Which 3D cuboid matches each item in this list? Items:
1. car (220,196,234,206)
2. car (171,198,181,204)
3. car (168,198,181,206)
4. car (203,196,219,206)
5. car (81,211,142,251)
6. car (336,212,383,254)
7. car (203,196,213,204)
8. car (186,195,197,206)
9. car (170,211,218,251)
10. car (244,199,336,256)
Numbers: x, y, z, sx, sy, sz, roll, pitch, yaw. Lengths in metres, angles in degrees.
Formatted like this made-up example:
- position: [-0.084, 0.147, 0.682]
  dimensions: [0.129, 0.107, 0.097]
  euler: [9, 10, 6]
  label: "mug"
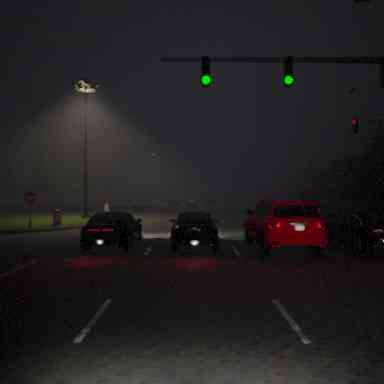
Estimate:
- position: [6.989, 1.936, 63.775]
  dimensions: [1.837, 1.490, 4.892]
  euler: [0, 0, 0]
  label: "car"
- position: [-3.513, 1.929, 74.224]
  dimensions: [1.895, 1.301, 4.718]
  euler: [0, 0, 0]
  label: "car"
- position: [-3.511, 1.960, 64.190]
  dimensions: [1.812, 1.442, 4.674]
  euler: [0, 0, 0]
  label: "car"
- position: [3.489, 1.786, 64.162]
  dimensions: [2.097, 1.767, 4.553]
  euler: [0, 0, 0]
  label: "car"
- position: [-3.403, 1.604, 14.689]
  dimensions: [1.837, 1.490, 4.892]
  euler: [0, 0, 0]
  label: "car"
- position: [7.096, 1.586, 13.863]
  dimensions: [2.128, 1.511, 4.902]
  euler: [0, 0, 0]
  label: "car"
- position: [3.487, 1.689, 74.167]
  dimensions: [2.097, 1.767, 4.553]
  euler: [0, 0, 0]
  label: "car"
- position: [-0.011, 1.923, 63.774]
  dimensions: [2.128, 1.511, 4.902]
  euler: [0, 0, 0]
  label: "car"
- position: [0.097, 1.603, 14.500]
  dimensions: [1.837, 1.490, 4.892]
  euler: [0, 0, 0]
  label: "car"
- position: [3.598, 1.315, 13.771]
  dimensions: [2.150, 2.045, 5.566]
  euler: [0, 0, 0]
  label: "car"
